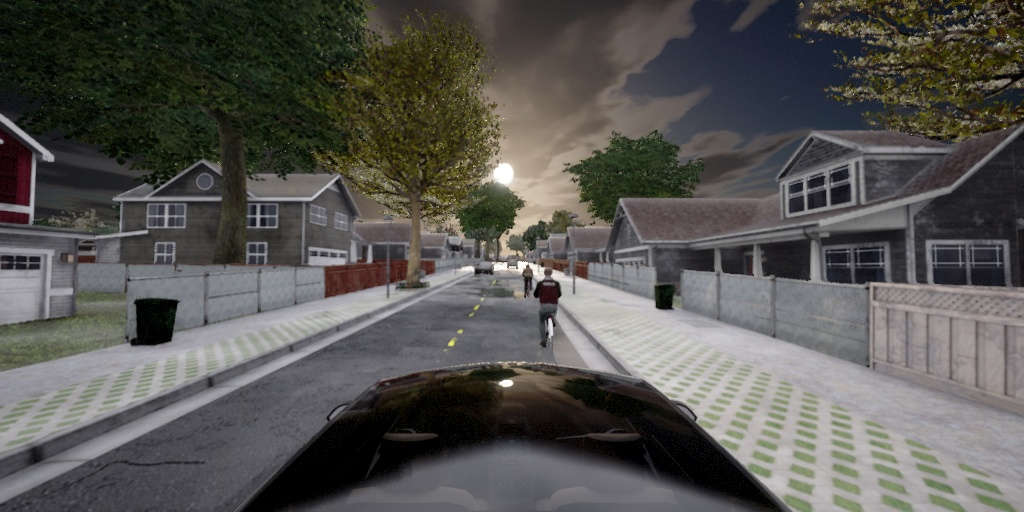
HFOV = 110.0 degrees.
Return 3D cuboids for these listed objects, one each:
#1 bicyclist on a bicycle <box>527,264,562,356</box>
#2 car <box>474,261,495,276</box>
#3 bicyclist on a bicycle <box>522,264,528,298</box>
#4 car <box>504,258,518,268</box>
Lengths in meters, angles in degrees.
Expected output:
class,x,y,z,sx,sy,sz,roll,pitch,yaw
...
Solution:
class,x,y,z,sx,sy,sz,roll,pitch,yaw
bicyclist on a bicycle,0.758,1.123,7.723,0.659,1.776,1.843,0,0,0
car,-2.855,1.266,37.496,1.882,1.535,5.008,0,0,0
bicyclist on a bicycle,0.757,1.211,16.929,0.582,1.620,1.656,0,0,0
car,0.088,1.326,61.525,2.128,1.511,4.902,0,0,0
